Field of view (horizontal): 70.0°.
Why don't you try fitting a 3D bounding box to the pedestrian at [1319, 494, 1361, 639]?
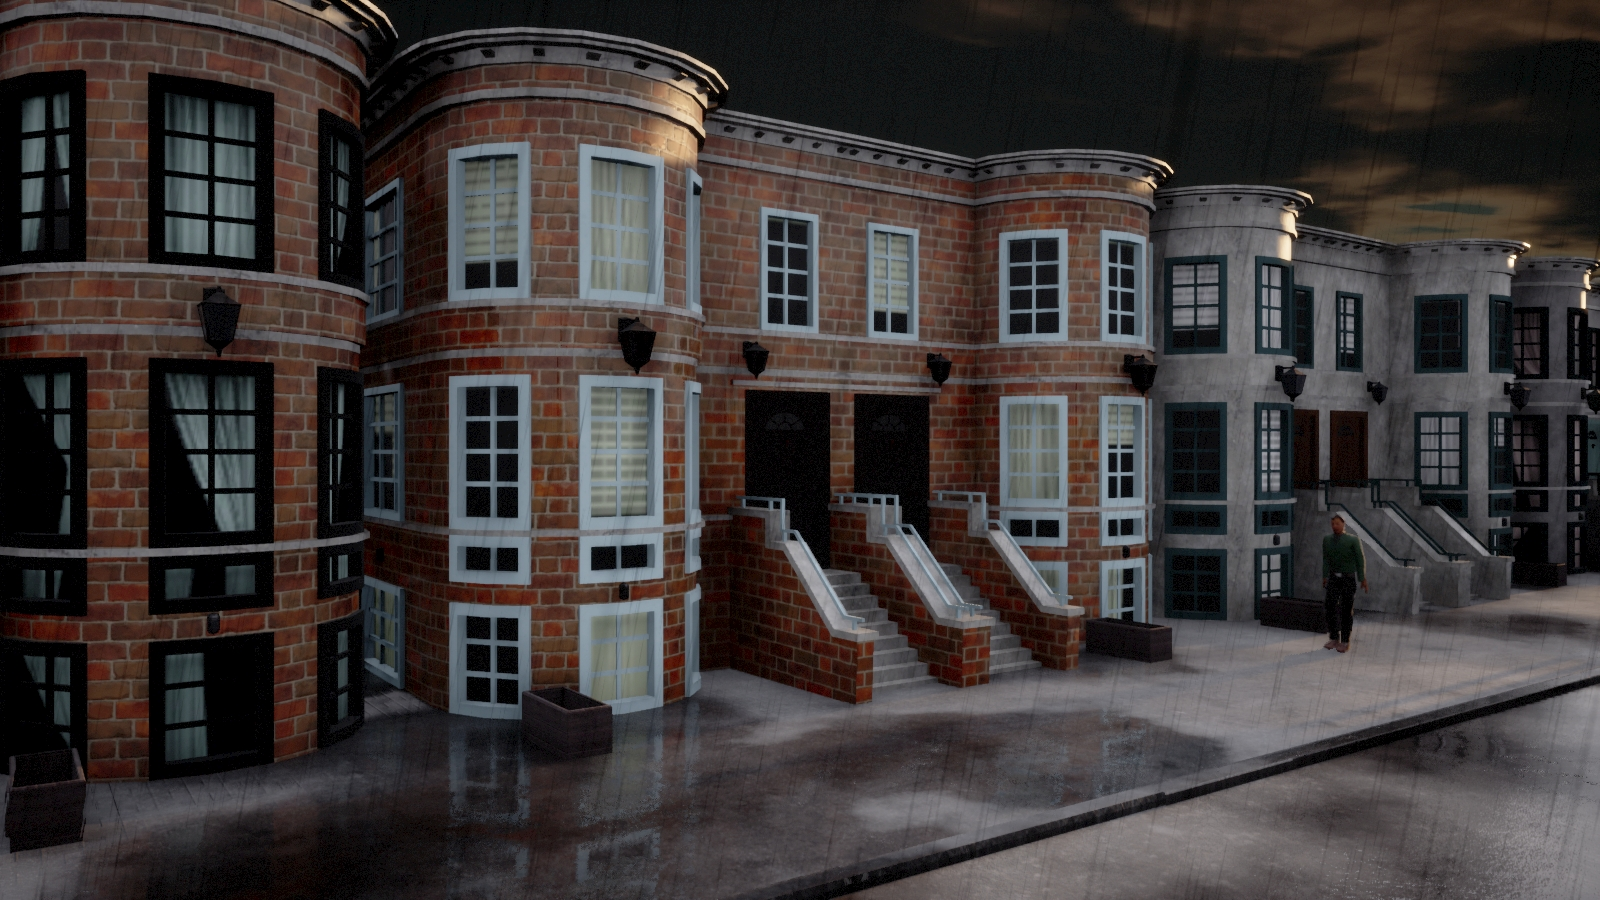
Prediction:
[{"bbox_3d":[7.116,1.520,15.064,0.375,1.860,0.375,0,0,-38],"label":"pedestrian"}]
